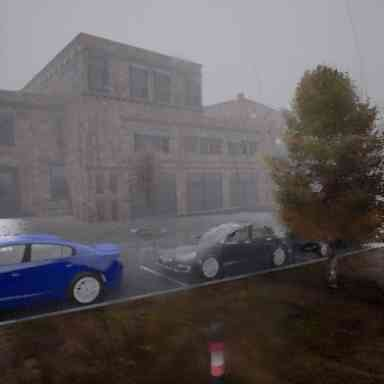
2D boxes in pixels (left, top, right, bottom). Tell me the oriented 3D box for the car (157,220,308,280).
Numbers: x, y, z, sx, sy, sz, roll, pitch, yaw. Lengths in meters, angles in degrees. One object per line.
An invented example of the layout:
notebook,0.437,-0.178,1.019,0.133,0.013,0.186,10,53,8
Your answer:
car,1.219,1.700,10.813,4.892,1.521,2.231,1,0,-35

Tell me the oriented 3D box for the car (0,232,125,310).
car,-3.974,1.691,7.198,5.008,1.535,2.097,0,0,-34

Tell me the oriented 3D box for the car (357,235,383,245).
car,10.579,1.759,18.230,4.674,1.452,2.002,0,0,-40
